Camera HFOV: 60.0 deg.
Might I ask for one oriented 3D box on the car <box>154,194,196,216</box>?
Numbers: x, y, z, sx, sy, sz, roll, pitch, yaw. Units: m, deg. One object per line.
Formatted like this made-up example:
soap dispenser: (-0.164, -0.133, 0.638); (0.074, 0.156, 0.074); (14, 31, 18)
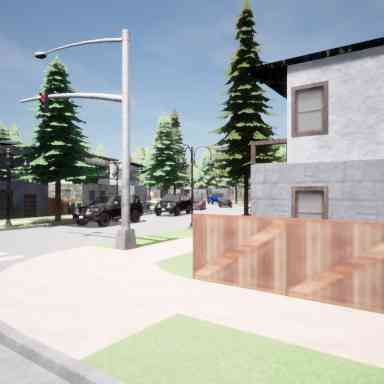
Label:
car: (-1.722, 1.205, 32.458); (2.150, 2.045, 5.566); (0, 0, 18)

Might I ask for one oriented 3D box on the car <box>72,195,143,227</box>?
car: (-5.617, 1.204, 23.083); (2.150, 2.045, 5.566); (0, 0, 27)

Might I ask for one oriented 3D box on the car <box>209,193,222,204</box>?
car: (4.297, 1.206, 60.840); (2.150, 2.045, 5.566); (0, 0, -9)

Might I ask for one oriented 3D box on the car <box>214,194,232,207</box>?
car: (4.875, 1.474, 49.852); (2.128, 1.511, 4.902); (0, 0, 1)

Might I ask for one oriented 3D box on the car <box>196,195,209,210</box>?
car: (0.536, 1.335, 42.057); (2.097, 1.767, 4.553); (0, 0, 9)
